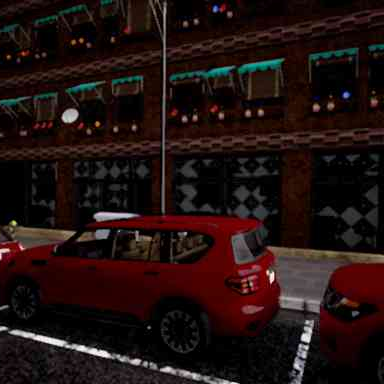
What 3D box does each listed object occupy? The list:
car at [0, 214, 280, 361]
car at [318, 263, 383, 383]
[{"bbox_3d":[-1.013,1.332,5.838,5.009,1.841,2.192,0,1,24],"label":"car"},{"bbox_3d":[4.050,1.326,3.565,5.009,1.841,2.192,0,1,24],"label":"car"}]
